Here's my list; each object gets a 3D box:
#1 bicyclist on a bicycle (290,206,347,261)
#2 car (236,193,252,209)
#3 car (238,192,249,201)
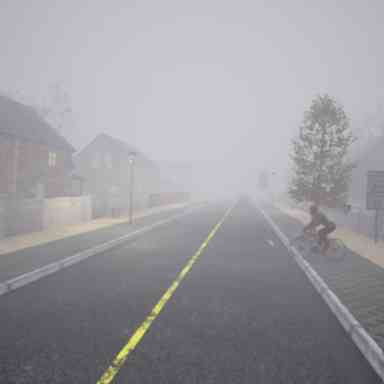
[{"bbox_3d":[3.816,1.267,10.035,1.656,1.620,0.582,2,1,9],"label":"bicyclist on a bicycle"},{"bbox_3d":[6.115,1.182,39.130,2.033,1.411,5.357,2,1,9],"label":"car"},{"bbox_3d":[10.392,0.865,66.678,2.128,1.511,4.902,2,1,9],"label":"car"}]
